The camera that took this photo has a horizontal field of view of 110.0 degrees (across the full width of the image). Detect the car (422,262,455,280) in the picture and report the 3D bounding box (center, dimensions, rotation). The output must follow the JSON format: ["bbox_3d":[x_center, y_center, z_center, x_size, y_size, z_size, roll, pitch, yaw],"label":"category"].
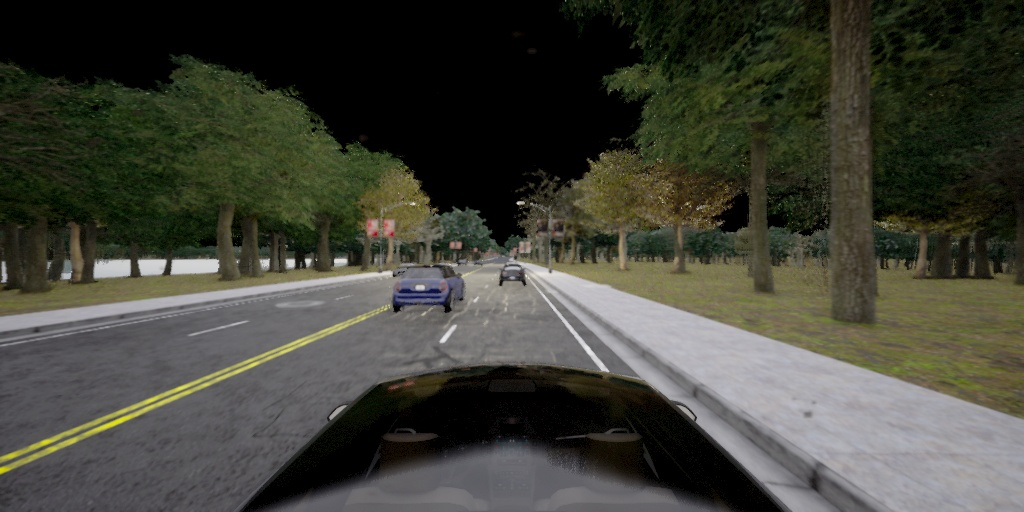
[{"bbox_3d":[-6.698,1.342,33.222,2.033,1.411,5.357,0,0,0],"label":"car"}]

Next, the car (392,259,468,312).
[{"bbox_3d":[-3.169,1.111,14.490,2.097,1.767,4.553,0,0,0],"label":"car"}]

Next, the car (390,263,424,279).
[{"bbox_3d":[-9.949,1.362,34.224,1.994,1.385,4.181,0,0,0],"label":"car"}]

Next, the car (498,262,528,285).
[{"bbox_3d":[0.030,1.304,26.274,1.812,1.442,4.674,0,0,0],"label":"car"}]
